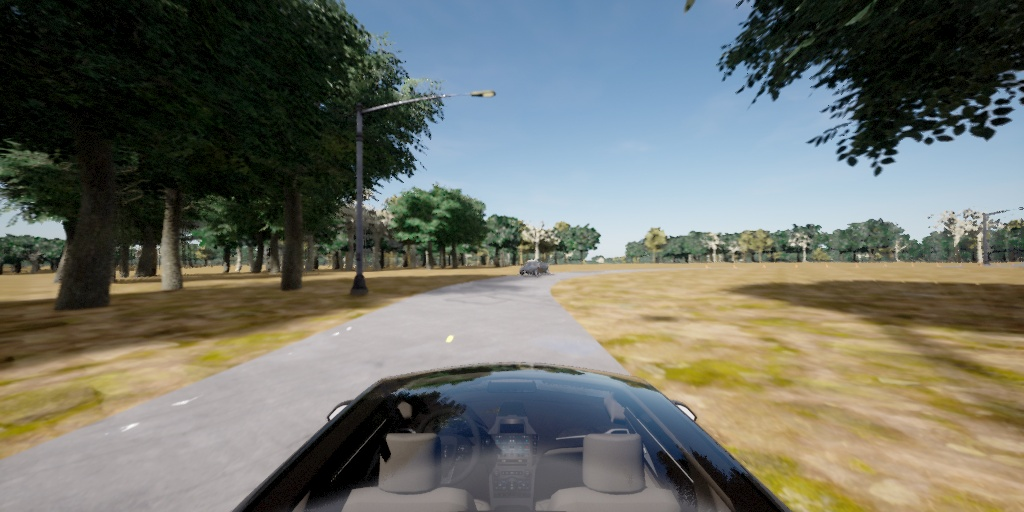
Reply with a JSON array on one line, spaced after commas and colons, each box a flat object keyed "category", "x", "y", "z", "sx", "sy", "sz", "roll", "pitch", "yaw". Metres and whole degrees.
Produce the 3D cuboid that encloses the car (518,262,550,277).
[{"category": "car", "x": 2.393, "y": 1.370, "z": 37.901, "sx": 1.837, "sy": 1.490, "sz": 4.892, "roll": -1, "pitch": -1, "yaw": 29}]
